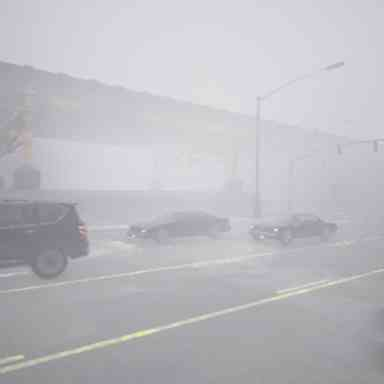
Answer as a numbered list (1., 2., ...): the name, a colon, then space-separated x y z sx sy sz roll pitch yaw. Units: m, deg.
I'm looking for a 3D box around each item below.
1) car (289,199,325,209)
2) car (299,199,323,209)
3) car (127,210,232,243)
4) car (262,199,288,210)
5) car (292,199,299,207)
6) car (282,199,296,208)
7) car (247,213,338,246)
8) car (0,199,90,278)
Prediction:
1. car: 18.130 1.844 52.371 4.974 1.542 2.038 0 0 -7
2. car: 18.080 1.686 52.365 4.536 1.218 1.853 0 0 -7
3. car: -0.454 1.622 16.557 5.357 1.411 2.033 1 0 -35
4. car: 10.423 1.596 45.937 4.536 1.218 1.853 0 0 8
5. car: 14.219 1.796 48.613 2.038 1.542 4.974 0 0 18
6. car: 14.236 1.639 48.663 1.853 1.218 4.536 0 0 18
7. car: 4.915 1.715 16.069 4.718 1.301 1.895 1 0 -35
8. car: -5.527 1.220 8.648 5.566 2.045 2.150 1 0 -35
